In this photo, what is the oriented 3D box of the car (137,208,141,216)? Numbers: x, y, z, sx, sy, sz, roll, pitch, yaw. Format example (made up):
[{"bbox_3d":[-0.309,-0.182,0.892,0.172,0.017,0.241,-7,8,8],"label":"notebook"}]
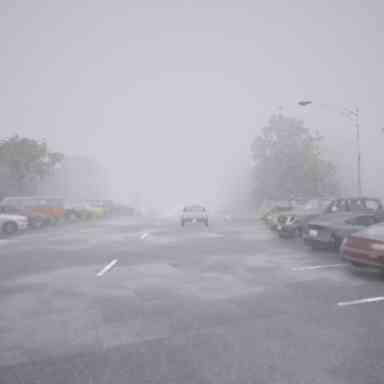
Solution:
[{"bbox_3d":[-10.885,2.843,50.135,5.366,1.575,1.946,1,-5,-19],"label":"car"}]

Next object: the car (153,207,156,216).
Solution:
[{"bbox_3d":[-10.716,4.385,70.544,4.892,1.521,2.231,1,-4,-19],"label":"car"}]

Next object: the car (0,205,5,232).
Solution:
[{"bbox_3d":[-11.387,1.512,14.960,4.674,1.452,2.002,-1,0,-20],"label":"car"}]

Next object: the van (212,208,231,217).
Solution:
[{"bbox_3d":[7.448,5.271,84.866,4.442,1.987,1.878,2,-5,-19],"label":"van"}]

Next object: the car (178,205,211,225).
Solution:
[{"bbox_3d":[0.197,1.704,24.921,1.895,1.301,4.718,0,-1,0],"label":"car"}]

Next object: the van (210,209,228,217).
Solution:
[{"bbox_3d":[7.595,5.966,93.674,4.442,1.987,1.878,2,-5,-19],"label":"van"}]

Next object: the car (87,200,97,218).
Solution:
[{"bbox_3d":[-11.297,1.705,29.608,4.892,1.521,2.231,0,-2,-20],"label":"car"}]

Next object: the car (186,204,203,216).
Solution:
[{"bbox_3d":[0.348,2.385,43.228,2.033,1.411,5.357,-1,-5,1],"label":"car"}]

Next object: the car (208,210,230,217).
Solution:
[{"bbox_3d":[7.211,5.711,87.681,5.366,1.575,1.946,2,-5,-19],"label":"car"}]

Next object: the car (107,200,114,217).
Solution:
[{"bbox_3d":[-11.244,1.933,35.453,4.892,1.521,2.231,0,-3,-19],"label":"car"}]

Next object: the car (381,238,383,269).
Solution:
[{"bbox_3d":[6.375,1.351,6.441,4.553,1.767,2.185,1,0,-20],"label":"car"}]

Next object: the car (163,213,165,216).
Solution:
[{"bbox_3d":[-10.418,5.739,88.090,5.008,1.535,2.097,1,-4,-19],"label":"car"}]

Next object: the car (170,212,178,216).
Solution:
[{"bbox_3d":[-4.036,5.721,86.417,1.895,1.301,4.718,0,-4,1],"label":"car"}]

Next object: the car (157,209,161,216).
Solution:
[{"bbox_3d":[-10.653,4.579,76.401,5.566,2.045,2.435,1,-4,-19],"label":"car"}]

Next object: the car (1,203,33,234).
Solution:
[{"bbox_3d":[-11.374,1.530,17.899,4.674,1.452,2.002,-1,-1,-20],"label":"car"}]

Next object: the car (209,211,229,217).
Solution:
[{"bbox_3d":[7.428,5.953,90.678,4.892,1.521,2.231,2,-5,-19],"label":"car"}]

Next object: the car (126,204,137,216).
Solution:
[{"bbox_3d":[-11.078,2.376,47.173,5.566,2.045,2.435,1,-4,-19],"label":"car"}]

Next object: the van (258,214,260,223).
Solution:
[{"bbox_3d":[6.353,1.313,21.374,4.442,1.987,1.878,1,-1,-20],"label":"van"}]

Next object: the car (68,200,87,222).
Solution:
[{"bbox_3d":[-11.322,1.621,26.682,5.008,1.535,2.097,0,-1,-20],"label":"car"}]

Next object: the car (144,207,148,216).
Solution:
[{"bbox_3d":[-11.099,3.498,58.790,5.366,1.575,1.946,1,-4,-19],"label":"car"}]

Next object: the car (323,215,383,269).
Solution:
[{"bbox_3d":[6.407,1.516,9.441,4.674,1.452,2.002,1,0,-20],"label":"car"}]

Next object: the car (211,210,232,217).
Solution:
[{"bbox_3d":[7.282,5.302,81.874,4.674,1.452,2.002,2,-5,-19],"label":"car"}]

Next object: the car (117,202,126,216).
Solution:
[{"bbox_3d":[-11.165,2.238,41.290,4.892,1.521,2.231,0,-3,-19],"label":"car"}]

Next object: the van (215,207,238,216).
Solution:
[{"bbox_3d":[7.197,4.142,70.192,4.442,1.987,1.878,2,-5,-19],"label":"van"}]

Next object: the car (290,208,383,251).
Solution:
[{"bbox_3d":[6.448,1.512,12.446,4.792,1.488,2.163,1,0,-20],"label":"car"}]

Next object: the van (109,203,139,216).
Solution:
[{"bbox_3d":[-10.910,2.840,53.059,4.442,1.987,1.878,1,-5,-19],"label":"van"}]

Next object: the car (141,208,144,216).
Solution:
[{"bbox_3d":[-10.998,3.312,55.910,4.792,1.488,2.163,1,-4,-19],"label":"car"}]

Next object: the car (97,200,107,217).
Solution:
[{"bbox_3d":[-11.438,1.805,32.463,5.366,1.575,1.946,0,-2,-19],"label":"car"}]

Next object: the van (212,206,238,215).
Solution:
[{"bbox_3d":[6.929,3.910,67.172,4.442,1.987,1.878,2,-4,-19],"label":"van"}]

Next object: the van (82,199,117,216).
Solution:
[{"bbox_3d":[-11.318,1.849,38.345,4.442,1.987,1.878,0,-3,-19],"label":"van"}]

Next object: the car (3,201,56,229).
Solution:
[{"bbox_3d":[-11.326,1.545,20.833,4.792,1.488,2.163,-1,-1,-20],"label":"car"}]

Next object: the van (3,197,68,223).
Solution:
[{"bbox_3d":[-11.449,1.334,23.717,4.442,1.987,1.878,-1,-1,-20],"label":"van"}]

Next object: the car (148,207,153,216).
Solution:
[{"bbox_3d":[-10.999,3.936,64.634,5.366,1.575,1.946,1,-4,-19],"label":"car"}]

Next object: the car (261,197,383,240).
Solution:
[{"bbox_3d":[6.415,1.243,15.410,5.566,2.045,2.435,1,0,-20],"label":"car"}]
